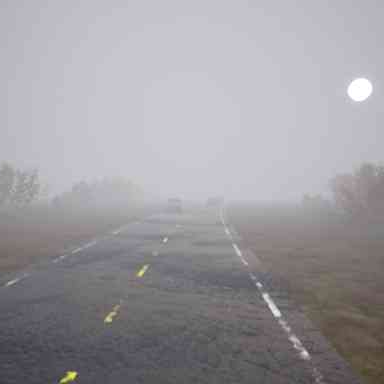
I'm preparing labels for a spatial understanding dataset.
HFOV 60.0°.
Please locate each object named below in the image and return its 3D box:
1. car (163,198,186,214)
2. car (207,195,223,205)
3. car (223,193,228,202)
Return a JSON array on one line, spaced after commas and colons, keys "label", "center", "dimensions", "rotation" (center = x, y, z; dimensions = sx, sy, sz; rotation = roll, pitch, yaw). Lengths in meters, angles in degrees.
[{"label": "car", "center": [-1.666, 1.363, 33.544], "dimensions": [1.837, 1.490, 4.892], "rotation": [0, 0, 5]}, {"label": "car", "center": [3.410, 1.353, 51.721], "dimensions": [1.994, 1.385, 4.181], "rotation": [0, 0, 7]}, {"label": "car", "center": [5.927, 1.285, 69.057], "dimensions": [1.994, 1.385, 4.181], "rotation": [0, 0, 9]}]
